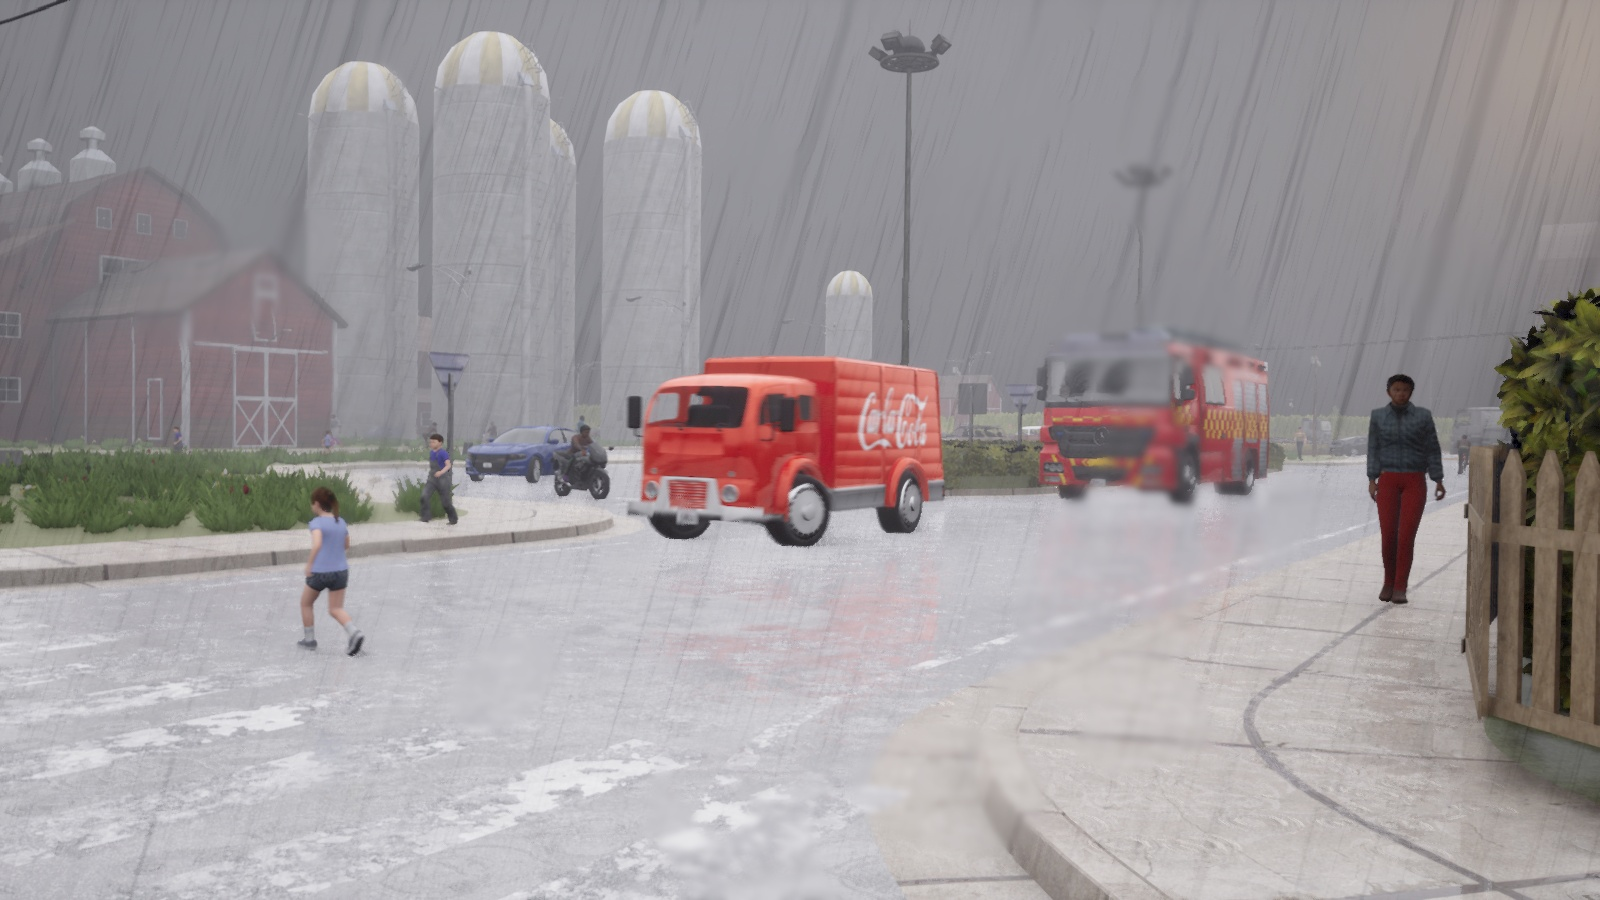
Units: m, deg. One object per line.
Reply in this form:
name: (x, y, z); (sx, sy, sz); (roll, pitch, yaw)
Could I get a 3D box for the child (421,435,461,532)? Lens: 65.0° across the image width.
child: (-4.744, 0.429, 16.616); (0.270, 1.263, 0.437); (0, 1, 27)

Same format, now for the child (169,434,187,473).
child: (-20.743, 0.115, 41.894); (0.270, 1.263, 0.437); (0, 1, 34)

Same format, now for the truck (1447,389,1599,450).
truck: (43.587, -1.773, 75.803); (2.891, 3.462, 7.936); (-1, 1, -25)

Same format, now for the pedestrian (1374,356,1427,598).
pedestrian: (4.763, 0.202, 9.948); (0.353, 1.847, 0.614); (0, 1, 27)

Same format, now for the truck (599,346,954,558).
truck: (-0.100, -0.036, 17.531); (2.627, 2.467, 5.204); (1, 1, 30)

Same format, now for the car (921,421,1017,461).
car: (8.042, -0.447, 59.622); (4.605, 1.855, 1.932); (-1, 1, -41)

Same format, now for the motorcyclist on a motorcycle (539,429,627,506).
motorcyclist on a motorcycle: (-4.465, 0.328, 25.751); (0.797, 1.523, 2.044); (-1, 1, -43)

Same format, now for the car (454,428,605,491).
car: (-7.289, 0.201, 34.460); (1.882, 1.535, 5.008); (0, 2, 16)

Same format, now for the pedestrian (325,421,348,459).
pedestrian: (-24.207, -0.523, 65.571); (0.659, 1.952, 0.873); (1, 1, 42)

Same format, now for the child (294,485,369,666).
child: (-2.996, 0.786, 8.033); (0.394, 1.110, 0.255); (0, 1, 34)

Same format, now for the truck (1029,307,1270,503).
truck: (8.291, -0.938, 28.859); (2.891, 3.827, 8.468); (0, 1, 33)

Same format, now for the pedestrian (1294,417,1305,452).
pedestrian: (26.616, -0.828, 66.884); (0.345, 1.836, 0.594); (1, 1, 43)
